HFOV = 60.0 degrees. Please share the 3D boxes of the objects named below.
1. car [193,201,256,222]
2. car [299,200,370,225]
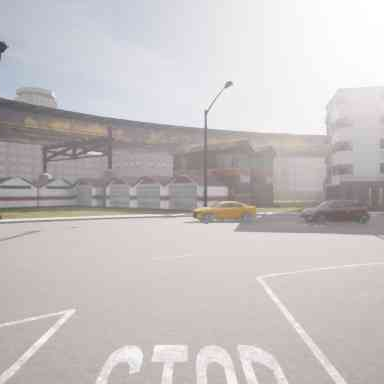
[{"bbox_3d":[2.521,1.477,25.852,5.008,1.535,1.882,0,-1,-15],"label":"car"},{"bbox_3d":[10.051,1.351,23.707,4.553,1.767,2.097,0,0,-6],"label":"car"}]
